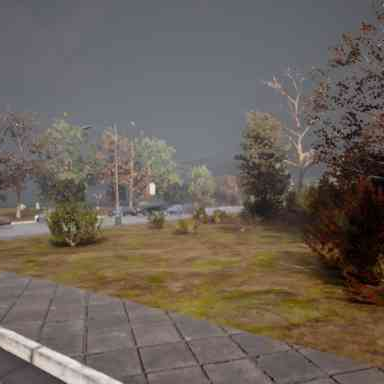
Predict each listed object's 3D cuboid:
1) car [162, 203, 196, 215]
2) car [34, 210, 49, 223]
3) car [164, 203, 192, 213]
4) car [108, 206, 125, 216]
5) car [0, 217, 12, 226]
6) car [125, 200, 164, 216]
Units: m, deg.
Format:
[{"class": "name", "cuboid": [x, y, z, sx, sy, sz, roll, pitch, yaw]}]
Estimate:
[{"class": "car", "cuboid": [-1.235, 2.301, 44.561, 2.033, 1.411, 5.357, -3, -2, 32]}, {"class": "car", "cuboid": [-14.852, 2.498, 36.487, 2.128, 1.511, 4.902, -3, -2, 33]}, {"class": "car", "cuboid": [-2.290, 2.632, 56.278, 2.128, 1.511, 4.902, -3, -2, 33]}, {"class": "car", "cuboid": [-9.534, 2.613, 44.881, 1.994, 1.385, 4.181, -3, -2, 31]}, {"class": "car", "cuboid": [-17.332, 2.381, 26.338, 2.033, 1.411, 5.357, -3, -2, 34]}, {"class": "car", "cuboid": [-5.785, 2.121, 44.288, 2.150, 2.045, 5.566, -3, -2, 32]}]
